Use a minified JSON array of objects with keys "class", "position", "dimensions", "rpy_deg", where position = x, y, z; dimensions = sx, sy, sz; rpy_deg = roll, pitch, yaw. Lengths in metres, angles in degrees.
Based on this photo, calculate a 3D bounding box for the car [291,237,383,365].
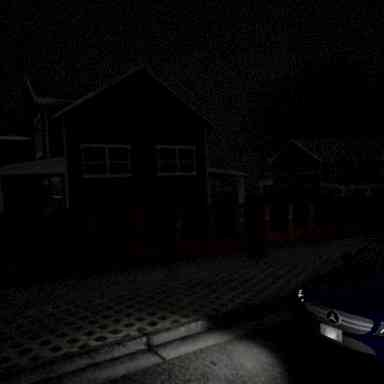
[{"class":"car","position":[3.676,1.466,5.419],"dimensions":[4.674,1.442,1.812],"rpy_deg":[-1,0,-33]}]
